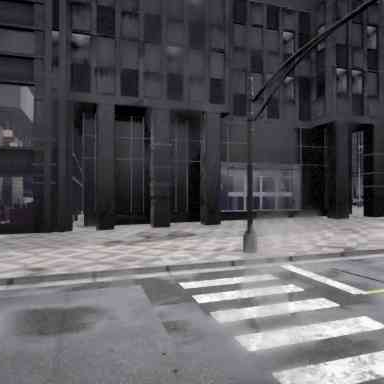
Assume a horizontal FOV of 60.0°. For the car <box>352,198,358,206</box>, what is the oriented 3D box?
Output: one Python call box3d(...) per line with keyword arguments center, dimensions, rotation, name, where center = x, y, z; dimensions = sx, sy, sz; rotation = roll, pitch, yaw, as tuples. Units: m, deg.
box3d(center=(22.550, 1.339, 49.221), dimensions=(1.994, 1.385, 4.181), rotation=(0, -1, -16), name="car")
